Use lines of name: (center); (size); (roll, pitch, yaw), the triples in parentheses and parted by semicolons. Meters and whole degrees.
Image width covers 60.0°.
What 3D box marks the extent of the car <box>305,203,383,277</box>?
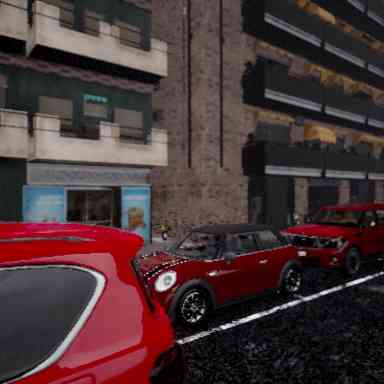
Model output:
car: (4.927, 1.313, 10.436); (5.009, 1.841, 2.192); (0, 0, -37)

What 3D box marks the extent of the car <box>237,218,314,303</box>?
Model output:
car: (0.455, 1.459, 7.006); (4.097, 1.590, 1.967); (0, 0, -37)

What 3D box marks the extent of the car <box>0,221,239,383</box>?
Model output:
car: (-2.578, 1.248, 1.292); (5.566, 2.045, 2.150); (0, 0, -37)
